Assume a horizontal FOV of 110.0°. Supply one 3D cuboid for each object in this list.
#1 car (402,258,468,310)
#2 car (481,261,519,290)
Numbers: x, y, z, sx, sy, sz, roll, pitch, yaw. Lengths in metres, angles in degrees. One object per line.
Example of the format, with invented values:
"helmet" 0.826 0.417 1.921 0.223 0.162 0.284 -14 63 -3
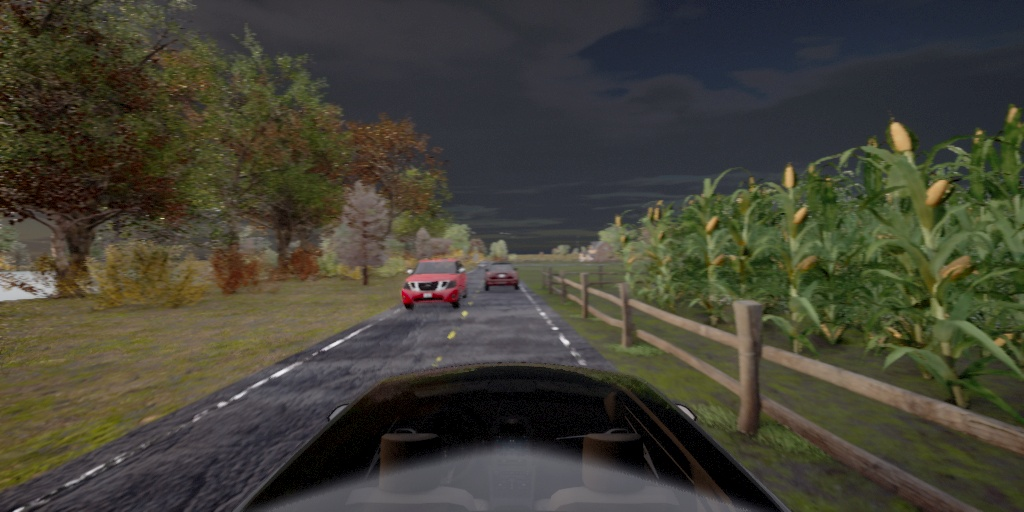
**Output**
"car" -3.216 1.108 15.966 2.150 2.045 5.566 -1 0 -2
"car" -0.684 1.202 23.520 2.097 1.767 4.553 -1 0 -2
